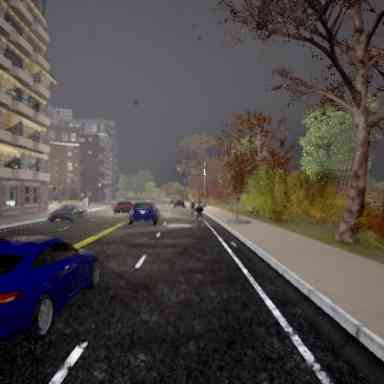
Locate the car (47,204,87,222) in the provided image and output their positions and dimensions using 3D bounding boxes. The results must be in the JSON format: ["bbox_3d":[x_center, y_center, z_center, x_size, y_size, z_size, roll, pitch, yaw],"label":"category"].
[{"bbox_3d":[-10.442,1.769,28.296,2.033,1.411,5.357,0,0,-2],"label":"car"}]

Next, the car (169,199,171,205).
[{"bbox_3d":[-3.988,1.881,74.240,2.097,1.767,4.553,0,0,-6],"label":"car"}]

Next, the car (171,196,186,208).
[{"bbox_3d":[-2.121,1.899,54.733,1.837,1.490,4.892,0,0,-4],"label":"car"}]

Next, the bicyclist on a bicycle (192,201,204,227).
[{"bbox_3d":[0.509,1.534,22.618,0.659,1.776,1.843,0,0,-2],"label":"bicyclist on a bicycle"}]

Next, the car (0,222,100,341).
[{"bbox_3d":[-3.200,1.578,6.469,1.812,1.442,4.674,0,0,-1],"label":"car"}]

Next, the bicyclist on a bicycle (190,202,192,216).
[{"bbox_3d":[0.059,1.696,33.636,0.582,1.620,1.656,0,-1,-3],"label":"bicyclist on a bicycle"}]

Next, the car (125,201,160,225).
[{"bbox_3d":[-3.680,1.549,26.360,2.097,1.767,4.553,0,0,-2],"label":"car"}]

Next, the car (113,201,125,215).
[{"bbox_3d":[-7.650,1.762,37.693,1.882,1.535,5.008,0,-1,-3],"label":"car"}]
